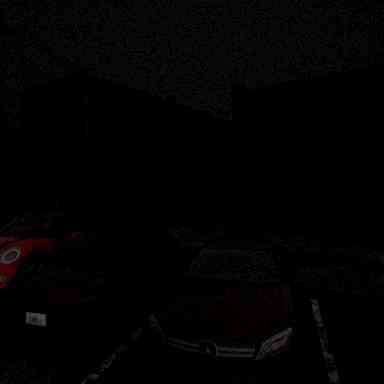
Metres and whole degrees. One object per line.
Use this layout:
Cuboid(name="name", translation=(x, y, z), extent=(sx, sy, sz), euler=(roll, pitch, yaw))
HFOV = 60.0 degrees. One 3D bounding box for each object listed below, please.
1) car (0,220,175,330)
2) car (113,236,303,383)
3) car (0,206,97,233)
Cuboid(name="car", translation=(-1.674, 1.516, 7.258), extent=(2.163, 1.488, 4.792), euler=(1, -1, 16))
Cuboid(name="car", translation=(0.775, 1.526, 5.539), extent=(2.002, 1.452, 4.674), euler=(1, -1, 16))
Cuboid(name="car", translation=(-4.093, 1.363, 9.067), extent=(2.185, 1.767, 4.553), euler=(1, -1, 16))
